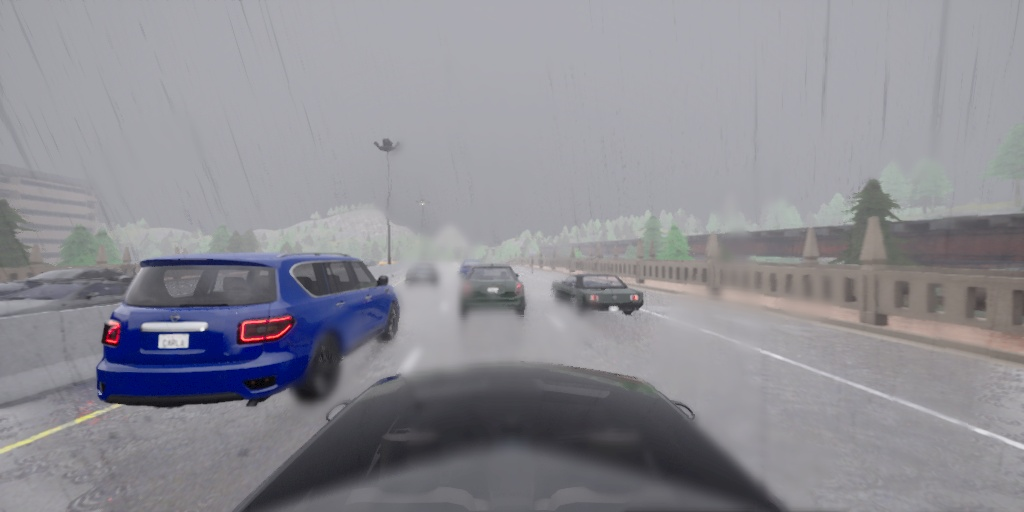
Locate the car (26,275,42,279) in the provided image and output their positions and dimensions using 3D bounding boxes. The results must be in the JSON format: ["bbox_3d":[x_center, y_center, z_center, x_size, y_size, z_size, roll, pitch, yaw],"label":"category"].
[{"bbox_3d":[-14.728,1.382,10.841,1.895,1.301,4.718,0,0,-7],"label":"car"}]

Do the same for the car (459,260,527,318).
[{"bbox_3d":[-0.782,1.042,12.901,2.097,1.767,4.553,0,0,-6],"label":"car"}]

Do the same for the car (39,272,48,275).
[{"bbox_3d":[-18.853,1.264,15.393,1.882,1.535,5.008,0,0,-9],"label":"car"}]

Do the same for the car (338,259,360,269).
[{"bbox_3d":[-25.208,1.192,55.571,1.994,1.385,4.181,0,0,-8],"label":"car"}]

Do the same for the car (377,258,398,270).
[{"bbox_3d":[-17.229,1.071,49.836,1.882,1.535,5.008,0,1,-9],"label":"car"}]

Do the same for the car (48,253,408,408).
[{"bbox_3d":[-3.660,0.963,6.403,2.150,2.045,5.566,0,0,-3],"label":"car"}]

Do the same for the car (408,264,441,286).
[{"bbox_3d":[-5.913,1.223,24.337,1.994,1.385,4.181,0,0,-9],"label":"car"}]

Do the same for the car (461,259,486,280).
[{"bbox_3d":[-3.403,1.086,30.933,1.882,1.535,5.008,0,0,-9],"label":"car"}]

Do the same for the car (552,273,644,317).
[{"bbox_3d":[2.792,1.271,12.882,1.895,1.301,4.718,0,0,-6],"label":"car"}]

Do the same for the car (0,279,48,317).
[{"bbox_3d":[-11.076,1.332,9.016,1.994,1.385,4.181,0,0,-5],"label":"car"}]

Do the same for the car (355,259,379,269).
[{"bbox_3d":[-21.198,1.150,52.651,2.033,1.411,5.357,0,0,-9],"label":"car"}]
